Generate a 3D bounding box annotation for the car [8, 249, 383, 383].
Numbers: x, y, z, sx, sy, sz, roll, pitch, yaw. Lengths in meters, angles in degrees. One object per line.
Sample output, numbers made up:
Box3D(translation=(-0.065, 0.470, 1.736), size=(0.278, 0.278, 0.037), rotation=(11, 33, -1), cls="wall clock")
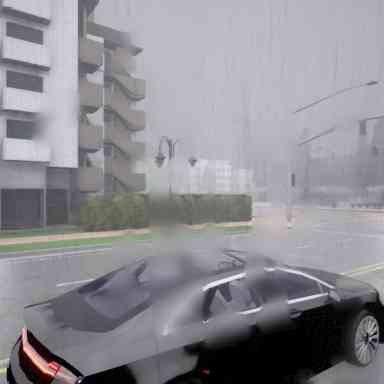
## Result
Box3D(translation=(0.520, 1.492, 4.128), size=(4.902, 1.511, 2.128), rotation=(0, 0, -35), cls="car")
